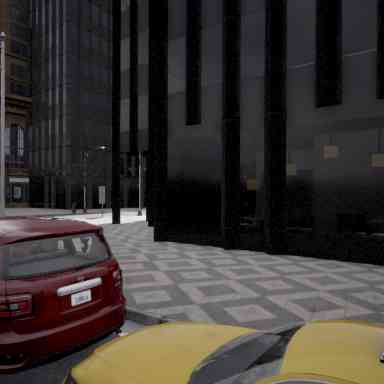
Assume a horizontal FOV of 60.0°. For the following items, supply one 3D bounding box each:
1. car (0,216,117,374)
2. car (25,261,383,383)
[{"bbox_3d":[-3.233,1.314,5.265,5.009,1.841,2.192,0,0,36],"label":"car"},{"bbox_3d":[1.046,1.525,2.213,4.829,1.417,1.752,0,0,36],"label":"car"}]
